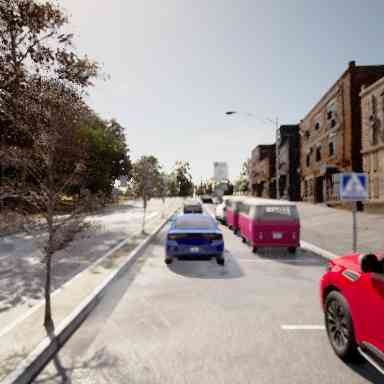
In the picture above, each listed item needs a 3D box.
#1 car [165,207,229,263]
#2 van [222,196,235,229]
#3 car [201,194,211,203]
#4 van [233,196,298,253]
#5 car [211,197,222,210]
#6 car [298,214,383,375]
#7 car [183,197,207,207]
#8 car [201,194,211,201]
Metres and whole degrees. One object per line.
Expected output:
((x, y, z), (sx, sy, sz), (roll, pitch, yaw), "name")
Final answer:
((0.085, 1.534, 12.211), (1.882, 1.535, 5.008), (0, 0, 0), "car")
((3.047, 1.337, 19.582), (1.878, 1.987, 4.442), (0, 0, 0), "van")
((2.915, 1.440, 63.937), (1.882, 1.535, 5.008), (0, 2, 0), "car")
((3.048, 1.318, 14.035), (1.878, 1.987, 4.442), (0, 0, 0), "van")
((3.045, 1.328, 25.040), (2.435, 2.045, 5.566), (0, 0, 0), "car")
((3.050, 1.244, 2.855), (2.435, 2.045, 5.566), (0, 0, 0), "car")
((0.091, 1.610, 33.474), (2.128, 1.511, 4.902), (0, 0, 0), "car")
((2.914, 1.152, 71.796), (1.994, 1.385, 4.181), (0, 2, 0), "car")
